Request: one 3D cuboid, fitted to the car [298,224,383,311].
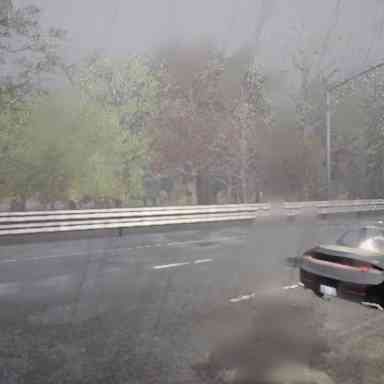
[{"bbox_3d":[4.352,1.437,6.944,4.902,1.511,2.128,0,0,-33],"label":"car"}]
